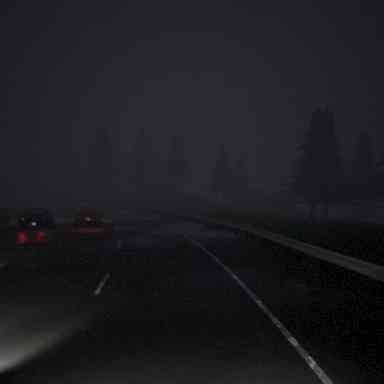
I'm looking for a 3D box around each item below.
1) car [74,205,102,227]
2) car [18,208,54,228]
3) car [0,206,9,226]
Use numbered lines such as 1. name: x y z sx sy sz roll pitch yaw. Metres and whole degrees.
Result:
1. car: -7.907 1.713 25.346 1.882 1.535 5.008 0 0 -17
2. car: -11.126 1.832 24.088 1.895 1.301 4.718 0 -1 -18
3. car: -15.260 1.726 25.227 1.882 1.535 5.008 0 0 -20
